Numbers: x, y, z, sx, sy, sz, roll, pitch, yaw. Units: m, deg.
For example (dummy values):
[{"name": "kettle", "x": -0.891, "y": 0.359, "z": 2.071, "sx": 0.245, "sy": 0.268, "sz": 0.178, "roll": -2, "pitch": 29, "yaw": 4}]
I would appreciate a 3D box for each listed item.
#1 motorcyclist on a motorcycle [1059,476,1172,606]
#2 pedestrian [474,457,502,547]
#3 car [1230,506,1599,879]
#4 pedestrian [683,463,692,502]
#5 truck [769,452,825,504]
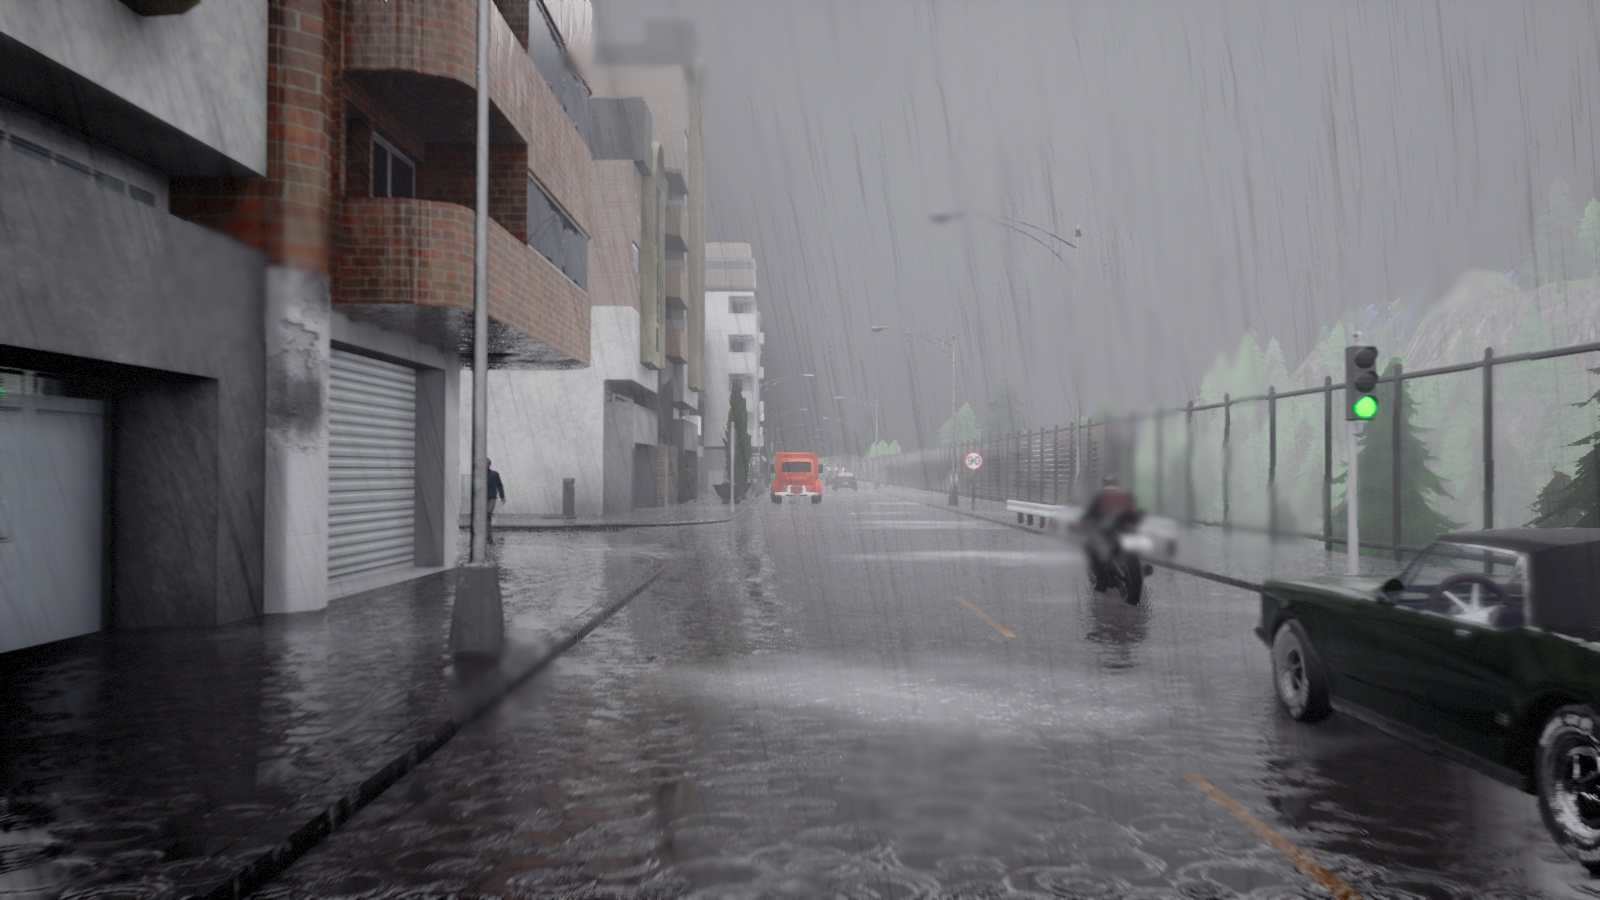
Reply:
[{"name": "motorcyclist on a motorcycle", "x": 3.960, "y": 1.101, "z": 15.965, "sx": 0.866, "sy": 1.530, "sz": 2.191, "roll": 0, "pitch": -1, "yaw": 0}, {"name": "pedestrian", "x": -6.469, "y": 1.077, "z": 26.065, "sx": 0.402, "sy": 1.842, "sz": 0.726, "roll": 0, "pitch": -1, "yaw": 0}, {"name": "car", "x": 3.984, "y": 1.008, "z": 6.472, "sx": 1.895, "sy": 1.301, "sz": 4.718, "roll": 0, "pitch": -1, "yaw": 0}, {"name": "pedestrian", "x": -5.336, "y": 1.543, "z": 59.543, "sx": 0.431, "sy": 1.840, "sz": 0.709, "roll": 0, "pitch": -1, "yaw": -5}, {"name": "truck", "x": -0.163, "y": 1.363, "z": 61.780, "sx": 2.627, "sy": 2.467, "sz": 5.204, "roll": 0, "pitch": -1, "yaw": 0}]
